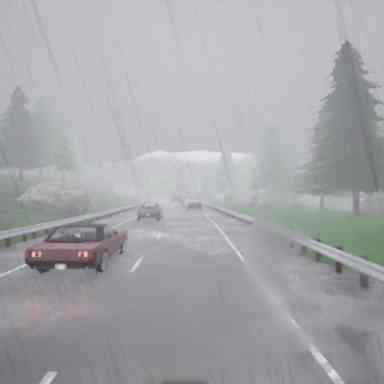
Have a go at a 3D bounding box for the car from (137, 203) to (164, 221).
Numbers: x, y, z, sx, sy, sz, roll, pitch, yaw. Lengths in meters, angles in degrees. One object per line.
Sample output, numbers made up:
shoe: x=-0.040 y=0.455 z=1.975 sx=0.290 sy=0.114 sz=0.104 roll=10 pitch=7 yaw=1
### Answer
car: x=-3.553 y=1.647 z=28.724 sx=2.128 sy=1.511 sz=4.902 roll=0 pitch=0 yaw=-1

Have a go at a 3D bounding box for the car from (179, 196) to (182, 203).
car: x=-0.868 y=1.838 z=61.610 sx=1.837 sy=1.490 sz=4.892 roll=0 pitch=0 yaw=-5

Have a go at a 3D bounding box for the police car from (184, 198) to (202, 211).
police car: x=0.277 y=1.671 z=45.561 sx=1.930 sy=1.638 sz=5.238 roll=0 pitch=0 yaw=-3

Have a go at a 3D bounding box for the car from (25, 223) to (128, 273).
car: x=-3.399 y=1.660 z=10.841 sx=1.895 sy=1.301 sz=4.718 roll=0 pitch=0 yaw=0

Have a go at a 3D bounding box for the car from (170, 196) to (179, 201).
car: x=-4.941 y=1.856 z=93.088 sx=2.033 sy=1.411 sz=5.357 roll=0 pitch=0 yaw=-6

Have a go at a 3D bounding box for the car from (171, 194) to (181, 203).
car: x=-3.531 y=1.523 z=78.420 sx=2.150 sy=2.045 sz=5.566 roll=0 pitch=0 yaw=-6

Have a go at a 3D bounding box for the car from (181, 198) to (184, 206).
car: x=-0.375 y=1.826 z=55.555 sx=1.812 sy=1.442 sz=4.674 roll=0 pitch=0 yaw=-4
